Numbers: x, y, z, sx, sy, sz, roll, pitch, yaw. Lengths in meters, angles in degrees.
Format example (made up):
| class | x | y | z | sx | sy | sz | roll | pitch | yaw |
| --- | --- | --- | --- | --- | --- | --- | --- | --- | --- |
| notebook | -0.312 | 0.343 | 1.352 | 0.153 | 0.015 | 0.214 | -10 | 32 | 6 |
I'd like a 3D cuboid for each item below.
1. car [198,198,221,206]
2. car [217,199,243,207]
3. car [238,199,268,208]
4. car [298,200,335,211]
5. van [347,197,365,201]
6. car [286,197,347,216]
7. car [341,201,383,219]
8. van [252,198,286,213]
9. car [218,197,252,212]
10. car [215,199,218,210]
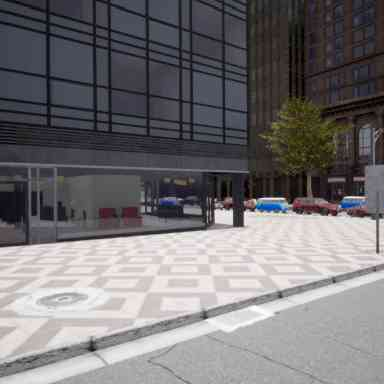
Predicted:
| class | x | y | z | sx | sy | sz | roll | pitch | yaw |
| --- | --- | --- | --- | --- | --- | --- | --- | --- | --- |
| car | 3.252 | 1.930 | 62.513 | 2.008 | 1.369 | 4.403 | -1 | 0 | -35 |
| car | 6.540 | 1.873 | 57.884 | 1.887 | 1.381 | 4.507 | -1 | 0 | -35 |
| car | 9.731 | 1.804 | 53.393 | 1.752 | 1.417 | 4.829 | -1 | 0 | -35 |
| car | 16.408 | 1.737 | 43.995 | 1.947 | 1.339 | 4.313 | -1 | 0 | -35 |
| van | 19.692 | 1.457 | 39.364 | 1.690 | 1.788 | 3.998 | -1 | 0 | -35 |
| car | 12.747 | 1.518 | 34.419 | 2.192 | 1.841 | 5.009 | -1 | 0 | -35 |
| car | 16.043 | 1.728 | 29.790 | 1.802 | 1.307 | 4.206 | -1 | 0 | -35 |
| van | 9.458 | 1.600 | 39.050 | 1.690 | 1.788 | 3.998 | -1 | 0 | -35 |
| car | 6.169 | 1.627 | 43.680 | 2.192 | 1.841 | 5.009 | -1 | 0 | -35 |
| car | 2.884 | 1.915 | 48.311 | 2.008 | 1.369 | 4.403 | -1 | 0 | -35 |
